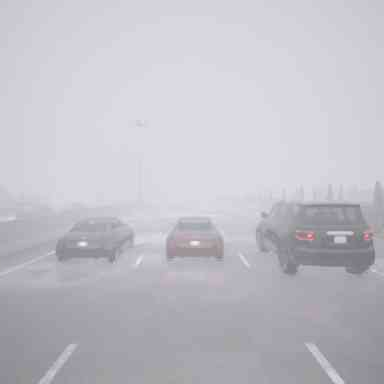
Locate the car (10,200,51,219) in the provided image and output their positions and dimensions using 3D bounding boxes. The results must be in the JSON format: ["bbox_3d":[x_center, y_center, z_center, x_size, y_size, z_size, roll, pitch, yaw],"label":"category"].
[{"bbox_3d":[-14.119,1.632,30.154,1.994,1.385,4.181,0,0,0],"label":"car"}]

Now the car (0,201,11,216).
[{"bbox_3d":[-17.635,1.582,33.549,1.837,1.490,4.892,0,-1,0],"label":"car"}]

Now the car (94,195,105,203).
[{"bbox_3d":[-19.722,1.401,70.968,2.097,1.767,4.553,0,0,-19],"label":"car"}]

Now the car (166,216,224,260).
[{"bbox_3d":[0.096,1.595,12.570,1.994,1.385,4.181,0,0,0],"label":"car"}]

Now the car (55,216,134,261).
[{"bbox_3d":[-3.404,1.595,12.373,1.994,1.385,4.181,0,0,0],"label":"car"}]

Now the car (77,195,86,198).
[{"bbox_3d":[-24.451,1.382,73.433,1.812,1.442,4.674,0,0,-22],"label":"car"}]

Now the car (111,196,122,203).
[{"bbox_3d":[-16.311,1.589,71.832,2.128,1.511,4.902,0,0,-19],"label":"car"}]

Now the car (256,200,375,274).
[{"bbox_3d":[3.594,1.249,10.744,2.150,2.045,5.566,0,0,0],"label":"car"}]

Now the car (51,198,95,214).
[{"bbox_3d":[-10.617,1.594,30.031,1.812,1.442,4.674,0,0,0],"label":"car"}]
